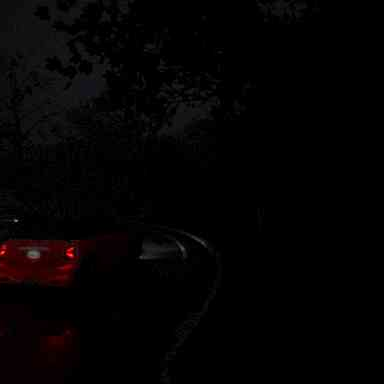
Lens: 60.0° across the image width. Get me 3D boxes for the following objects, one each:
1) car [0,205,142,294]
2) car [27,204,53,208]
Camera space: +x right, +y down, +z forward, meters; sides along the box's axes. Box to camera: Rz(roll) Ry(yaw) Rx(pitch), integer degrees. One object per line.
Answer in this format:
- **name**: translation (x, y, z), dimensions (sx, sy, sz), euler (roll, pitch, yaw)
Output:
- **car**: translation (-2.965, 1.347, 9.119), dimensions (2.097, 1.767, 4.553), euler (0, 0, 10)
- **car**: translation (-11.256, 1.552, 24.833), dimensions (4.181, 1.385, 1.994), euler (0, 0, 33)
